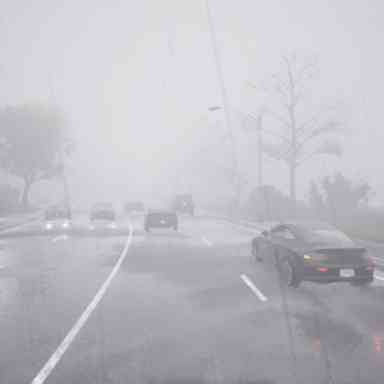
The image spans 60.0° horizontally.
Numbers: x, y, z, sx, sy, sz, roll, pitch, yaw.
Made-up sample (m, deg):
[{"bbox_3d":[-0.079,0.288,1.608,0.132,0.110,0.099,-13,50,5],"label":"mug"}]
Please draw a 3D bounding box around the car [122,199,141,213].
[{"bbox_3d":[-6.859,1.522,38.567,1.882,1.535,5.008,0,0,-19],"label":"car"}]

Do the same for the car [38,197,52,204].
[{"bbox_3d":[-28.630,1.663,64.884,1.895,1.301,4.718,0,0,-36],"label":"car"}]

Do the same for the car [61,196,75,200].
[{"bbox_3d":[-23.970,1.604,64.378,2.128,1.511,4.902,0,0,-33],"label":"car"}]

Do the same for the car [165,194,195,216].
[{"bbox_3d":[-1.374,1.252,33.103,2.150,2.045,5.566,0,0,-16],"label":"car"}]

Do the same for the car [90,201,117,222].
[{"bbox_3d":[-7.237,1.513,27.151,1.882,1.535,5.008,0,0,-14],"label":"car"}]

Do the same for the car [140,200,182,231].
[{"bbox_3d":[-2.058,1.498,20.819,1.882,1.535,5.008,0,0,-10],"label":"car"}]

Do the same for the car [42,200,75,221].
[{"bbox_3d":[-11.110,1.606,28.094,1.994,1.385,4.181,0,0,-16],"label":"car"}]

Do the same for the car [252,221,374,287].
[{"bbox_3d":[3.041,1.523,9.222,1.812,1.442,4.674,0,0,-5],"label":"car"}]
